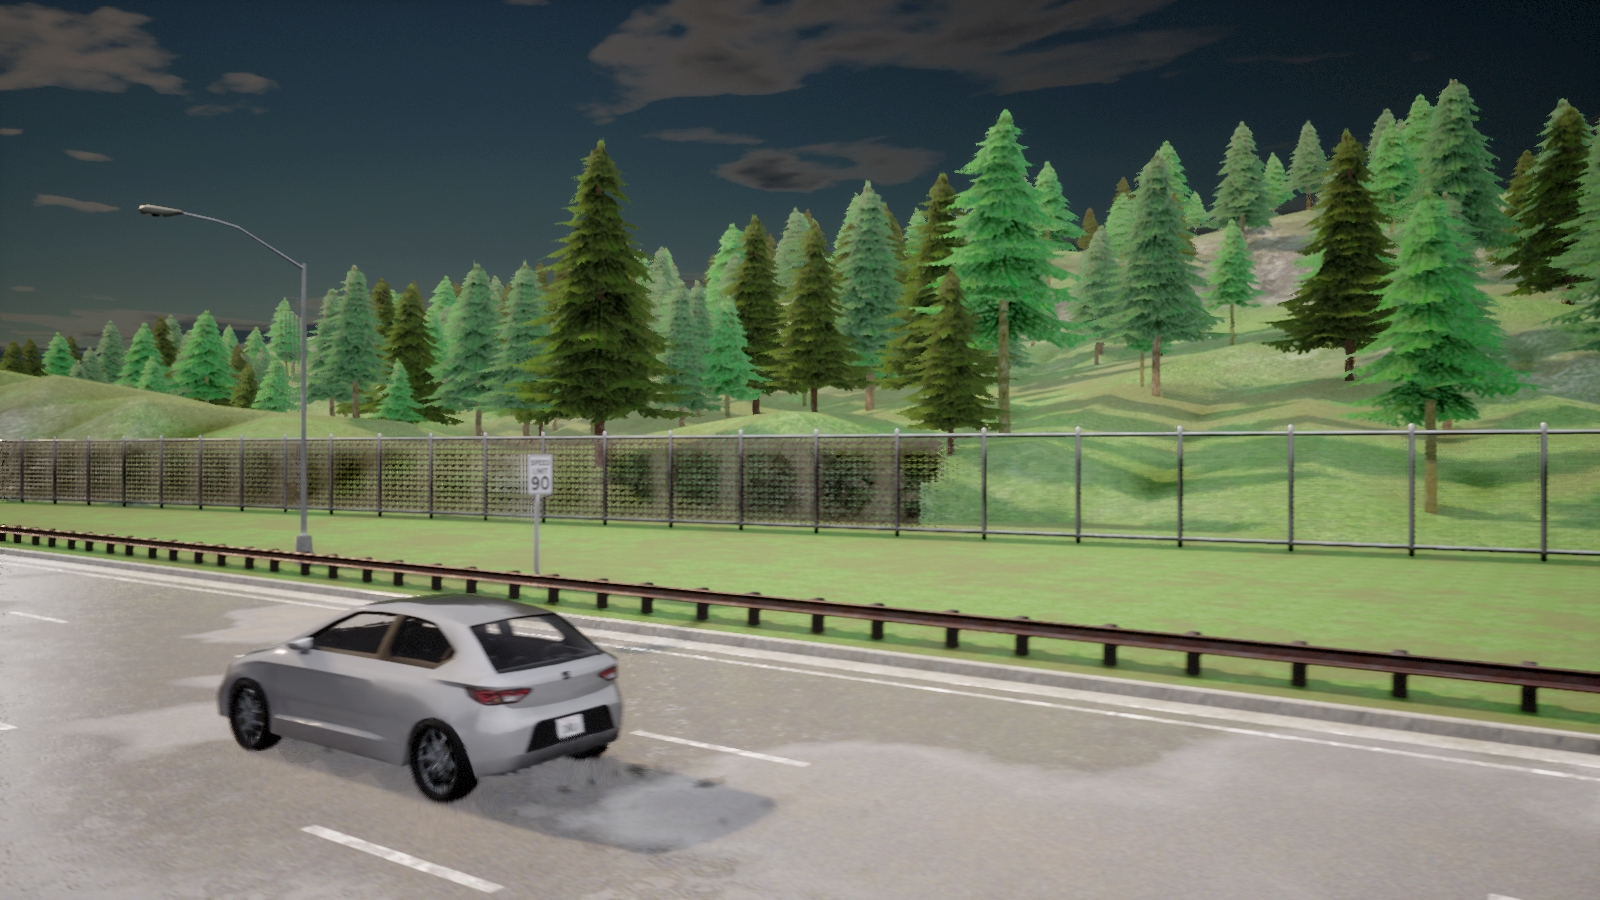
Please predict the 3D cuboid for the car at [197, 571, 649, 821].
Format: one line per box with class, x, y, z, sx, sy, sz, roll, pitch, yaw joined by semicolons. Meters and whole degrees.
car;-3.573;2.062;10.561;4.193;1.474;1.816;0;0;35
